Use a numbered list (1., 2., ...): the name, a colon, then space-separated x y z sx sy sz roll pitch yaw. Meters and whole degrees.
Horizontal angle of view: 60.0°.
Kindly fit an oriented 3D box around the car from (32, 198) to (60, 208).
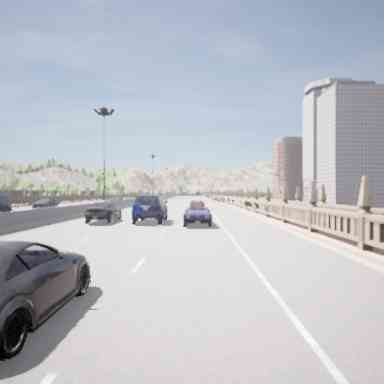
1. car: -20.408 1.537 46.844 2.033 1.411 5.357 0 0 1

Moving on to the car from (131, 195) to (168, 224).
1. car: -3.087 1.219 25.005 2.150 2.045 5.566 0 0 1

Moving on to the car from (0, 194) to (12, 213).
1. car: -17.236 1.178 27.475 2.150 2.045 5.566 0 0 1

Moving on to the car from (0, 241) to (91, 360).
1. car: -3.305 1.552 5.924 1.994 1.385 4.181 0 0 0

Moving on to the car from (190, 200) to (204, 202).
1. car: 0.617 1.602 40.450 1.994 1.385 4.181 0 0 1

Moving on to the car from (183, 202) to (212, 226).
1. car: 0.388 1.607 23.184 1.895 1.301 4.718 0 0 1

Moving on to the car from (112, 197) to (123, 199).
1. car: -13.241 1.603 58.873 2.033 1.411 5.357 0 0 1

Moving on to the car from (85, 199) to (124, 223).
1. car: -6.586 1.492 25.093 1.837 1.490 4.892 0 0 1
